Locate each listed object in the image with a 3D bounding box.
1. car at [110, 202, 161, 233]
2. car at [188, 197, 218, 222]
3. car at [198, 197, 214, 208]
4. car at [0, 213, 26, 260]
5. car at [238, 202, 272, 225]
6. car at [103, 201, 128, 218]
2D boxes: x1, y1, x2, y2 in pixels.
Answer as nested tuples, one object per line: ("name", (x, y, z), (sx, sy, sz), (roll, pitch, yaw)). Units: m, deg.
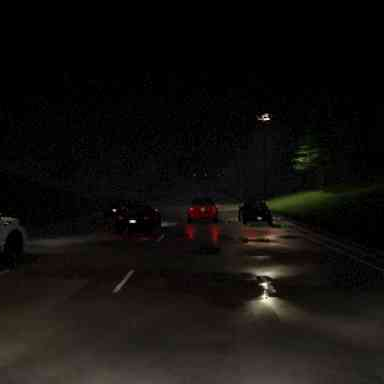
("car", (-2.938, 1.461, 18.977), (1.994, 1.385, 4.181), (0, 0, 2))
("car", (0.854, 1.216, 25.077), (2.097, 1.767, 4.553), (0, 0, 3))
("car", (1.828, 1.329, 43.185), (1.994, 1.385, 4.181), (0, 0, 3))
("car", (-6.788, 1.173, 8.986), (2.150, 2.045, 5.566), (0, 0, 1))
("car", (4.231, 1.403, 22.601), (1.812, 1.442, 4.674), (0, 0, 3))
("car", (-5.998, 1.410, 28.169), (1.994, 1.385, 4.181), (0, 0, 3))
